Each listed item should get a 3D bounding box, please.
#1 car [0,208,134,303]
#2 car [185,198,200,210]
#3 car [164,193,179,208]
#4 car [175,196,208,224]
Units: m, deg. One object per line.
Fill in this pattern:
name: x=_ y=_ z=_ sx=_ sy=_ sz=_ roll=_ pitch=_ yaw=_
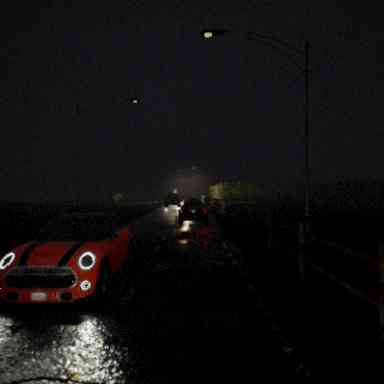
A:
car: x=-2.852 y=1.350 z=8.427 sx=2.097 sy=1.767 sz=4.553 roll=0 pitch=0 yaw=0
car: x=0.089 y=1.498 z=42.793 sx=1.837 sy=1.490 sz=4.892 roll=0 pitch=0 yaw=0
car: x=-2.848 y=1.215 z=49.309 sx=2.150 sy=2.045 sz=5.566 roll=0 pitch=0 yaw=0
car: x=0.092 y=1.346 z=24.831 sx=2.097 sy=1.767 sz=4.553 roll=0 pitch=0 yaw=0
